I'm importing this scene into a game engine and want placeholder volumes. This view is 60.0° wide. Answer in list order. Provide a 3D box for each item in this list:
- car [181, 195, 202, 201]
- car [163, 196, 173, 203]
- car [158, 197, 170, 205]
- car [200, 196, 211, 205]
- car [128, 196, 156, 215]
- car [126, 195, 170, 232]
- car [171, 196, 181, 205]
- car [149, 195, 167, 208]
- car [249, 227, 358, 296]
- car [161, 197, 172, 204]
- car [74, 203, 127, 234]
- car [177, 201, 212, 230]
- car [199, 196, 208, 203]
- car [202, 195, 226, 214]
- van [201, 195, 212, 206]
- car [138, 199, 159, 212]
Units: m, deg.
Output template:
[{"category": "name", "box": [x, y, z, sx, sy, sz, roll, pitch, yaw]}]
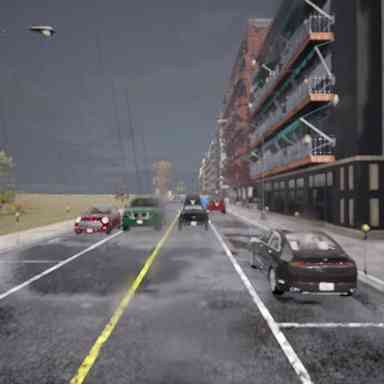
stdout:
[{"category": "car", "box": [0.101, 1.325, 40.637, 2.150, 2.045, 5.566, 0, 0, 0]}, {"category": "car", "box": [-5.308, 1.717, 74.473, 1.752, 1.417, 4.829, 1, 0, 0]}, {"category": "car", "box": [-5.308, 1.714, 63.571, 2.008, 1.369, 4.403, 1, 0, 0]}, {"category": "car", "box": [2.573, 1.604, 63.981, 1.967, 1.590, 4.097, 1, 0, 0]}, {"category": "car", "box": [-5.304, 1.407, 35.890, 2.192, 1.841, 5.009, 1, 0, 0]}, {"category": "car", "box": [-2.851, 1.275, 20.902, 2.150, 2.045, 5.566, 0, 0, 0]}, {"category": "car", "box": [-2.772, 1.514, 62.747, 2.097, 1.767, 4.553, 0, 0, 0]}, {"category": "car", "box": [-5.305, 1.450, 52.499, 2.192, 1.841, 5.009, 1, 0, 0]}, {"category": "car", "box": [2.574, 1.573, 8.532, 2.008, 1.369, 4.403, 1, 0, 0]}, {"category": "car", "box": [-5.308, 1.722, 69.107, 1.887, 1.381, 4.507, 1, 0, 0]}, {"category": "car", "box": [-5.305, 1.490, 19.281, 1.967, 1.590, 4.097, 1, 0, 0]}, {"category": "car", "box": [0.099, 1.561, 21.510, 1.837, 1.490, 4.892, 0, 0, 0]}, {"category": "car", "box": [2.572, 1.719, 75.240, 1.752, 1.417, 4.829, 1, 0, 0]}, {"category": "car", "box": [2.576, 1.408, 36.257, 2.192, 1.841, 5.009, 1, 0, 0]}, {"category": "van", "box": [2.575, 1.491, 58.436, 1.690, 1.788, 3.998, 1, 0, 0]}, {"category": "car", "box": [-5.307, 1.657, 41.426, 2.008, 1.369, 4.403, 1, 0, 0]}]
